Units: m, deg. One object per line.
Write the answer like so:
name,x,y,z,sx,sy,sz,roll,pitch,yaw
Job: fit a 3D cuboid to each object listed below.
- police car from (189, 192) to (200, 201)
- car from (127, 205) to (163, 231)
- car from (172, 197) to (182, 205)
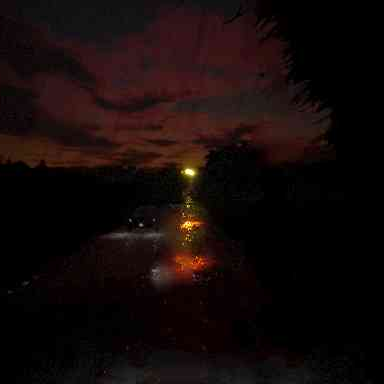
police car,0.818,1.427,80.598,1.930,1.638,5.238,0,1,0
car,-2.852,1.582,20.959,1.812,1.442,4.674,0,0,0
car,-2.782,1.648,62.275,2.033,1.411,5.357,0,0,1
